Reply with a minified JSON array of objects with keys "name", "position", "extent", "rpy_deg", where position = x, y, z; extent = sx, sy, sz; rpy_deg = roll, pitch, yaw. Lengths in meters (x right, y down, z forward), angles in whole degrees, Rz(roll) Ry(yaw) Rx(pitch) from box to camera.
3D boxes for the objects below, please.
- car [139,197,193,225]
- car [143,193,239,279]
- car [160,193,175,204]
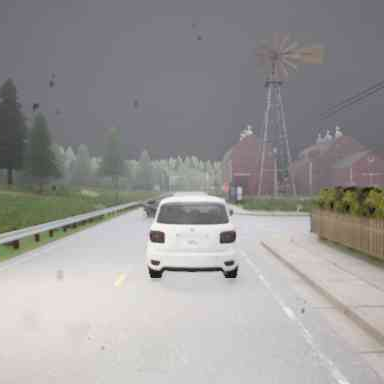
[{"name":"car","position":[-1.959,1.215,23.236],"extent":[1.837,1.490,4.892],"rpy_deg":[-3,2,-29]},{"name":"car","position":[0.078,1.100,9.783],"extent":[2.150,2.045,5.566],"rpy_deg":[0,1,2]},{"name":"car","position":[-3.520,0.908,48.118],"extent":[1.837,1.490,4.892],"rpy_deg":[0,0,0]}]
